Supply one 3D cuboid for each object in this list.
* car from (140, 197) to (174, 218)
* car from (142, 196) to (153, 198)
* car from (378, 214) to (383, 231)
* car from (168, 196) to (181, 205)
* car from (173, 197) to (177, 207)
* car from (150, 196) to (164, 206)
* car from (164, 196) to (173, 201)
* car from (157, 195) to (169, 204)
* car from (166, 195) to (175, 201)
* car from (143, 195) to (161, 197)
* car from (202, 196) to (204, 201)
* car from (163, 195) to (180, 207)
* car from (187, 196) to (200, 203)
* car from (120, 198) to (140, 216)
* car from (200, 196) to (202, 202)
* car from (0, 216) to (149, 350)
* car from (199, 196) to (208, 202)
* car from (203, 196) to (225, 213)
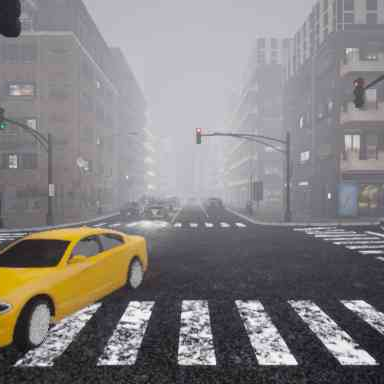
[{"bbox_3d":[-3.123,1.500,30.621,2.128,1.511,4.902,0,0,1],"label":"car"},{"bbox_3d":[-5.729,1.537,37.701,1.752,1.417,4.829,0,0,0],"label":"car"},{"bbox_3d":[11.495,1.110,15.924,4.553,1.767,2.097,-1,0,-1],"label":"car"},{"bbox_3d":[-3.108,1.503,59.908,1.882,1.535,5.008,0,0,0],"label":"car"},{"bbox_3d":[-3.140,1.613,39.920,1.895,1.301,4.718,0,0,0],"label":"car"},{"bbox_3d":[-5.747,1.461,54.918,1.967,1.590,4.097,0,0,0],"label":"car"},{"bbox_3d":[-5.777,1.596,83.329,2.008,1.369,4.403,0,0,0],"label":"car"},{"bbox_3d":[-5.759,1.470,66.283,1.967,1.590,4.097,0,0,0],"label":"car"},{"bbox_3d":[-5.783,1.602,89.012,2.008,1.369,4.403,0,0,0],"label":"car"},{"bbox_3d":[-5.735,1.329,43.553,2.192,1.841,5.009,0,0,0],"label":"car"},{"bbox_3d":[2.645,1.454,43.564,1.967,1.590,4.097,0,0,0],"label":"car"},{"bbox_3d":[-3.140,1.582,49.898,1.994,1.385,4.181,0,0,0],"label":"car"},{"bbox_3d":[-0.030,1.545,70.607,2.128,1.511,4.902,0,0,0],"label":"car"},{"bbox_3d":[-5.723,1.575,32.188,1.947,1.339,4.313,0,0,0],"label":"car"},{"bbox_3d":[2.634,1.603,54.929,1.802,1.307,4.206,0,0,0],"label":"car"},{"bbox_3d":[-2.625,1.504,6.619,1.882,1.535,5.008,-2,-1,17],"label":"car"},{"bbox_3d":[2.609,1.591,77.658,2.008,1.369,4.403,0,0,0],"label":"car"},{"bbox_3d":[2.651,1.452,37.881,1.967,1.590,4.097,0,0,0],"label":"car"}]
